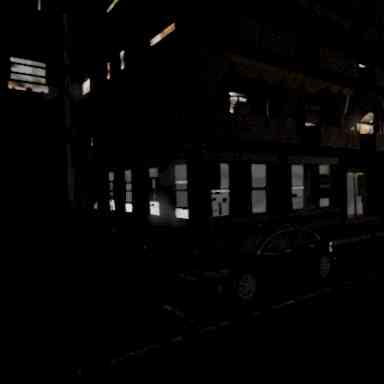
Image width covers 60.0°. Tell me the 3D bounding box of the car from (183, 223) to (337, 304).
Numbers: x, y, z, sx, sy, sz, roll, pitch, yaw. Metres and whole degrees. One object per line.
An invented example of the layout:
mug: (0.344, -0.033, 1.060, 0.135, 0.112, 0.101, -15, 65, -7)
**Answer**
car: (1.659, 1.452, 7.818, 4.403, 1.369, 2.008, -1, 0, -36)

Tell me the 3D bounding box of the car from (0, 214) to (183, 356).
car: (-2.871, 1.312, 4.516, 5.009, 1.841, 2.192, -1, 0, -36)
